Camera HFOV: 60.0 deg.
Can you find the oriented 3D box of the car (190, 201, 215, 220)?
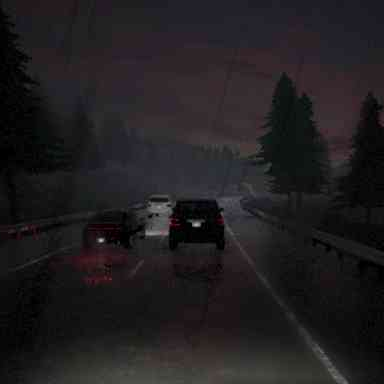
[{"bbox_3d":[0.995,1.563,29.285,2.033,1.411,5.357,0,0,4],"label":"car"}]

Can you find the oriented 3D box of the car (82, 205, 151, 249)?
[{"bbox_3d":[-3.249,1.517,14.588,1.837,1.490,4.892,0,0,2],"label":"car"}]

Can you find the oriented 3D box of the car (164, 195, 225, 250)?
[{"bbox_3d":[0.250,1.258,14.501,2.150,2.045,5.566,0,0,2],"label":"car"}]

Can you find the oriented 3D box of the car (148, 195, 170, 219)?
[{"bbox_3d":[-2.495,1.258,29.543,2.150,2.045,5.566,0,0,4],"label":"car"}]
